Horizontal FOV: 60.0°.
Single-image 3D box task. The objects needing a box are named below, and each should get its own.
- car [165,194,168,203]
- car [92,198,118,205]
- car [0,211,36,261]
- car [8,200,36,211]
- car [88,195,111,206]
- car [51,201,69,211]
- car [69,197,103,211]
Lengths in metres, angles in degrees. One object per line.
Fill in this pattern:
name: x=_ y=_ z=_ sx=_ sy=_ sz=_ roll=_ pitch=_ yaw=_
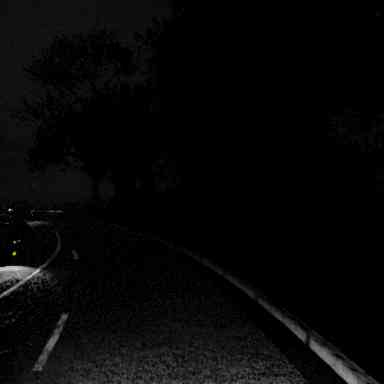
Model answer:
car: x=-6.672 y=1.632 z=66.150 sx=5.566 sy=2.045 sz=2.435 roll=0 pitch=0 yaw=10
car: x=-18.532 y=1.987 z=71.011 sx=5.008 sy=1.535 sz=2.097 roll=0 pitch=0 yaw=11
car: x=-6.872 y=1.619 z=12.007 sx=1.994 sy=1.385 sz=4.181 roll=0 pitch=0 yaw=-20
car: x=-15.022 y=1.563 z=29.411 sx=2.097 sy=1.767 sz=4.553 roll=-1 pitch=0 yaw=-26
car: x=-19.588 y=1.721 z=65.459 sx=5.566 sy=2.045 sz=2.435 roll=0 pitch=0 yaw=11
car: x=-18.345 y=1.947 z=47.559 sx=1.994 sy=1.385 sz=4.181 roll=0 pitch=0 yaw=9
car: x=-15.031 y=1.838 z=47.533 sx=1.882 sy=1.535 sz=5.008 roll=0 pitch=0 yaw=10
